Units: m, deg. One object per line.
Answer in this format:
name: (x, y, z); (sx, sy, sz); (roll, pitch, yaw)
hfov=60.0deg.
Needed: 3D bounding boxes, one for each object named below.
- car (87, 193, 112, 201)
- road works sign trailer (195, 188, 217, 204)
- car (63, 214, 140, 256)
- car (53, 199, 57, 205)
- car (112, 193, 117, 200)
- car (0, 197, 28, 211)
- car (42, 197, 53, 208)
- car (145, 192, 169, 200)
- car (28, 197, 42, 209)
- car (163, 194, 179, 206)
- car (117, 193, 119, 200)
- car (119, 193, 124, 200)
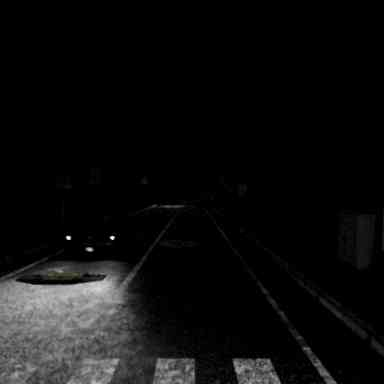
car: (-21.755, 1.347, 76.198); (5.008, 1.535, 2.097); (0, 0, 0)
road works sign trailer: (2.493, 0.977, 58.291); (3.560, 2.880, 2.380); (-5, 45, -44)
car: (-3.329, 1.576, 13.068); (1.895, 1.301, 4.718); (0, 0, 0)
car: (-21.846, 1.416, 47.713); (4.674, 1.452, 2.002); (0, 0, 0)
car: (-21.749, 1.360, 81.766); (5.008, 1.535, 2.097); (0, 0, 0)
car: (-21.876, 1.428, 38.015); (4.674, 1.452, 2.002); (0, 0, 0)
car: (-21.864, 1.380, 44.564); (5.008, 1.535, 2.097); (0, 0, 0)
car: (-8.666, 1.355, 78.923); (4.892, 1.521, 2.231); (0, 0, 0)
car: (-21.863, 1.385, 41.291); (4.892, 1.521, 2.231); (0, 0, 0)
car: (-3.197, 1.440, 54.590); (1.812, 1.442, 4.674); (0, 0, 1)
car: (-21.738, 1.413, 84.553); (4.674, 1.452, 2.002); (0, 0, 0)
car: (-21.691, 1.281, 90.122); (4.553, 1.767, 2.185); (0, 0, 0)
